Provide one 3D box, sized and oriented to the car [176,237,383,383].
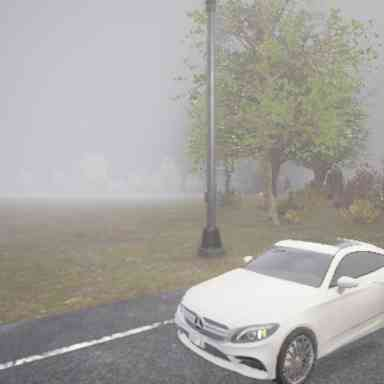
[{"bbox_3d":[1.951,1.515,5.388,4.674,1.442,1.812,0,0,-36],"label":"car"}]
